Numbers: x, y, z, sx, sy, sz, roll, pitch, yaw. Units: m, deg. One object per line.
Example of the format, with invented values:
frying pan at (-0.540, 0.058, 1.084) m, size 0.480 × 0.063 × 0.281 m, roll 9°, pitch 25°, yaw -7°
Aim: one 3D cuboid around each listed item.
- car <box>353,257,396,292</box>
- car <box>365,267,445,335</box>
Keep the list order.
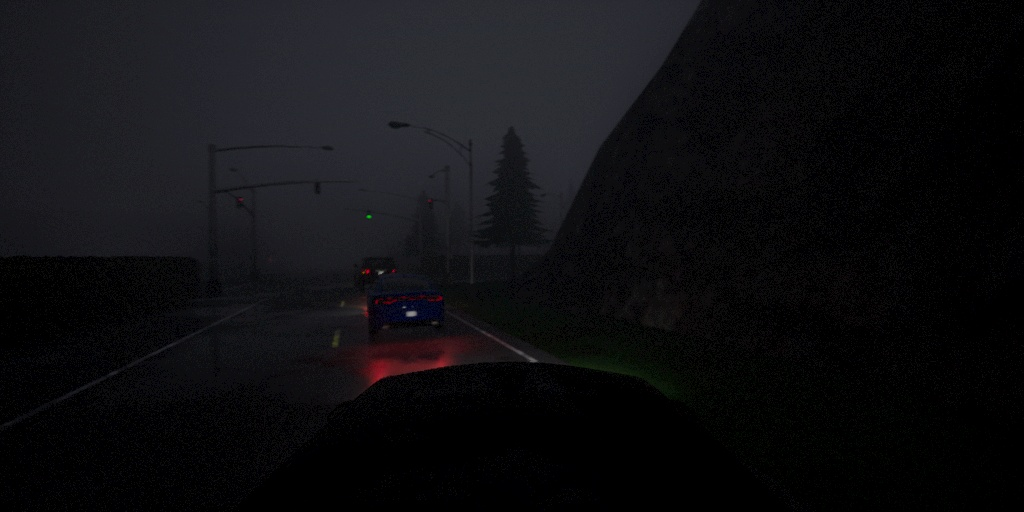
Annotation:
car at (-8.635, 1.060, 22.653) m, size 2.150 × 2.045 × 5.566 m, roll 0°, pitch 0°, yaw -27°
car at (-3.376, 1.261, 10.940) m, size 1.882 × 1.535 × 5.008 m, roll -1°, pitch 0°, yaw -23°
